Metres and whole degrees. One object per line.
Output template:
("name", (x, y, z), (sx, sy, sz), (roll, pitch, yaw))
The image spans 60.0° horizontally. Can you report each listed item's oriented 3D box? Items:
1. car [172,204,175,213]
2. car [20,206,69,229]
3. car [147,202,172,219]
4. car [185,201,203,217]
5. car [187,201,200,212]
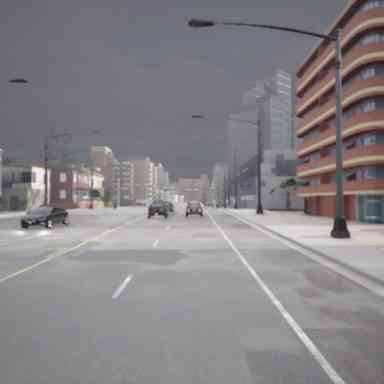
("car", (-3.303, 1.982, 43.555), (2.033, 1.411, 5.357), (0, -1, 1))
("car", (-10.413, 1.760, 23.870), (1.837, 1.490, 4.892), (0, -1, 0))
("car", (-3.301, 1.817, 33.267), (1.837, 1.490, 4.892), (0, 0, 0))
("car", (0.217, 1.868, 35.299), (2.033, 1.411, 5.357), (0, 0, 0))
("car", (0.228, 1.998, 45.850), (1.812, 1.442, 4.674), (0, -1, 1))
